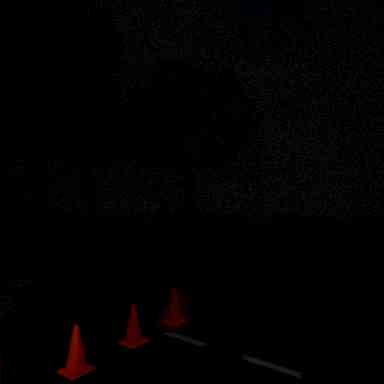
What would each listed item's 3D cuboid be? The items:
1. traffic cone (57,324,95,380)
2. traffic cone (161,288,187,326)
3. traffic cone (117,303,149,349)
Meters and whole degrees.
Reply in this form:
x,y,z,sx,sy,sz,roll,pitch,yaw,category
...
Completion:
x,y,z,sx,sy,sz,roll,pitch,yaw,category
-1.474,1.977,4.232,0.340,0.580,0.340,0,0,36,traffic cone
-0.309,1.985,5.855,0.340,0.580,0.340,0,0,36,traffic cone
-0.891,1.981,5.044,0.340,0.580,0.340,0,0,36,traffic cone
